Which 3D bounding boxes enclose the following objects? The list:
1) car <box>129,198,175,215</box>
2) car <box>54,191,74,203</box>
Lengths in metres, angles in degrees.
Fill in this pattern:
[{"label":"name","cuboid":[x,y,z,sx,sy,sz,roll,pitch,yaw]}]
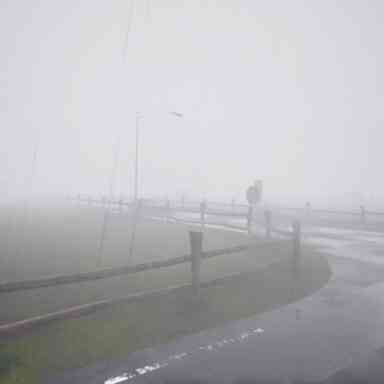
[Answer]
[{"label":"car","cuboid":[-3.554,1.216,28.531,2.033,1.411,5.357,1,0,-36]},{"label":"car","cuboid":[-19.593,0.637,50.629,2.097,1.767,4.553,1,0,-36]}]
